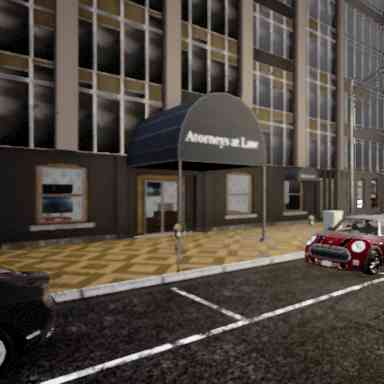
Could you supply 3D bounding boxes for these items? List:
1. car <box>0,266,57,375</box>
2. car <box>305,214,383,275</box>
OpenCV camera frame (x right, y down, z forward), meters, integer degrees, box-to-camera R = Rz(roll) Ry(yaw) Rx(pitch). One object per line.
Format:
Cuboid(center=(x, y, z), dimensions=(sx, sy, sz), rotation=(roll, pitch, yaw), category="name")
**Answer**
Cuboid(center=(-3.905, 1.549, 3.775), dimensions=(4.403, 1.369, 2.008), rotation=(0, 0, -36), category="car")
Cuboid(center=(5.371, 1.458, 10.398), dimensions=(4.097, 1.590, 1.967), rotation=(0, 0, -36), category="car")
